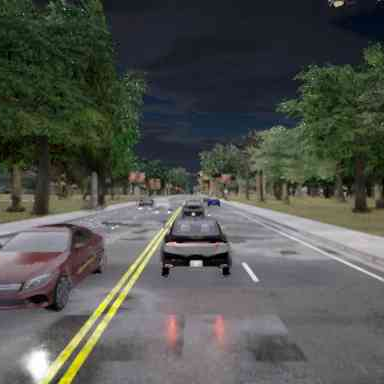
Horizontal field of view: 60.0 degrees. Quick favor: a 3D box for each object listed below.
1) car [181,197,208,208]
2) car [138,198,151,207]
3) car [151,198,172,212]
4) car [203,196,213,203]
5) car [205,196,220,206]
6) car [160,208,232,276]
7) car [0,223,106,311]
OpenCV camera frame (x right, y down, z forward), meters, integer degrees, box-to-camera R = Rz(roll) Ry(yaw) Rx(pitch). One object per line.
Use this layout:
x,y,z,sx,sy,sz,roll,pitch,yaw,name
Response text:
0.104,1.484,28.540,1.837,1.490,4.892,0,0,0,car
-6.567,1.532,48.504,1.994,1.385,4.181,0,0,0,car
-3.343,1.499,39.231,1.812,1.442,4.674,0,0,0,car
3.272,1.487,67.733,1.812,1.442,4.674,0,0,0,car
3.358,1.443,52.642,1.882,1.535,5.008,0,0,0,car
0.101,1.483,10.326,2.128,1.511,4.902,0,0,0,car
-3.350,1.520,7.847,1.812,1.442,4.674,0,0,0,car
